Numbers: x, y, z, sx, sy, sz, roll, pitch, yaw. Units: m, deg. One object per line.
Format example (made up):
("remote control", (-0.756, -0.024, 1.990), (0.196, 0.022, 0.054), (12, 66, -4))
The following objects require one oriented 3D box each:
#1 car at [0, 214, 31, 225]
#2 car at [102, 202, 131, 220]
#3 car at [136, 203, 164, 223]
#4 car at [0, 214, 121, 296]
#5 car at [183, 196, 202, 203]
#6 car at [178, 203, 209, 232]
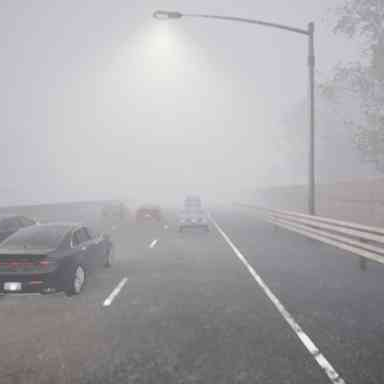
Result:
("car", (-6.897, 1.549, 12.236), (1.882, 1.535, 5.008), (0, 0, 0))
("car", (-6.897, 1.674, 30.546), (2.128, 1.511, 4.902), (0, 0, 0))
("car", (-3.395, 1.642, 27.587), (1.882, 1.535, 5.008), (0, 0, 0))
("car", (-3.399, 1.556, 8.742), (1.837, 1.490, 4.892), (0, 0, 0))
("car", (0.105, 1.476, 41.833), (2.150, 2.045, 5.566), (0, 0, 0))
("car", (0.102, 1.674, 21.261), (2.033, 1.411, 5.357), (0, 0, 0))
